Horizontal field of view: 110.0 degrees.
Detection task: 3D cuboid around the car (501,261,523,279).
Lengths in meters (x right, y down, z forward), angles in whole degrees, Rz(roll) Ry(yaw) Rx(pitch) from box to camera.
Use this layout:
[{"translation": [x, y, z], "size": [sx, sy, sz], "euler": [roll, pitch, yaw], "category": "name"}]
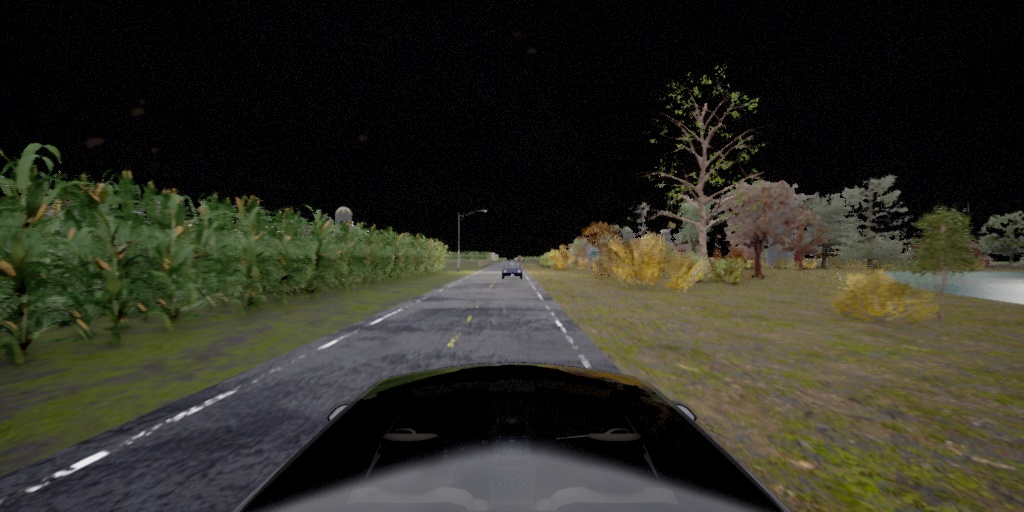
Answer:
[{"translation": [0.036, 1.344, 32.694], "size": [1.895, 1.301, 4.718], "euler": [0, 0, 1], "category": "car"}]
